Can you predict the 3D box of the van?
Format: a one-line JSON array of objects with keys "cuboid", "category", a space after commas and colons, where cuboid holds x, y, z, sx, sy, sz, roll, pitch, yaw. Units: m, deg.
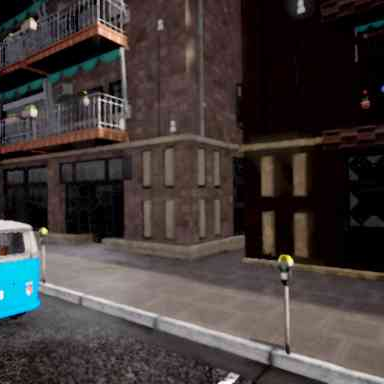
[{"cuboid": [-4.478, 1.342, 6.086, 3.998, 1.788, 1.690, 0, -1, 36], "category": "van"}]
